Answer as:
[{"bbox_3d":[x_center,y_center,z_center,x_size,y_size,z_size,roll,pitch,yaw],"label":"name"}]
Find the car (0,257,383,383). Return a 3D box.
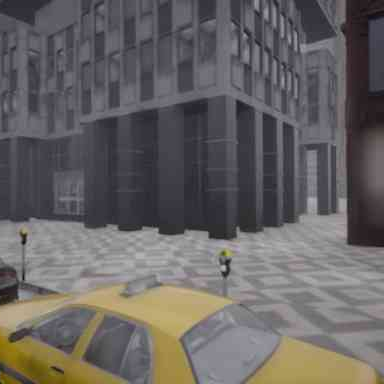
[{"bbox_3d":[-0.712,1.548,3.470,4.829,1.417,1.752,-1,0,36],"label":"car"}]
